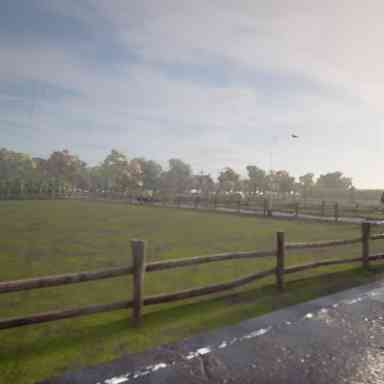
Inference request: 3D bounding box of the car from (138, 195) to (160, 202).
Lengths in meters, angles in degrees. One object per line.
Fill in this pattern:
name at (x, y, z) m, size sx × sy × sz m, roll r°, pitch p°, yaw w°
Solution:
car at (-7.217, 1.223, 56.060) m, size 1.895 × 1.301 × 4.718 m, roll 2°, pitch 0°, yaw -36°
